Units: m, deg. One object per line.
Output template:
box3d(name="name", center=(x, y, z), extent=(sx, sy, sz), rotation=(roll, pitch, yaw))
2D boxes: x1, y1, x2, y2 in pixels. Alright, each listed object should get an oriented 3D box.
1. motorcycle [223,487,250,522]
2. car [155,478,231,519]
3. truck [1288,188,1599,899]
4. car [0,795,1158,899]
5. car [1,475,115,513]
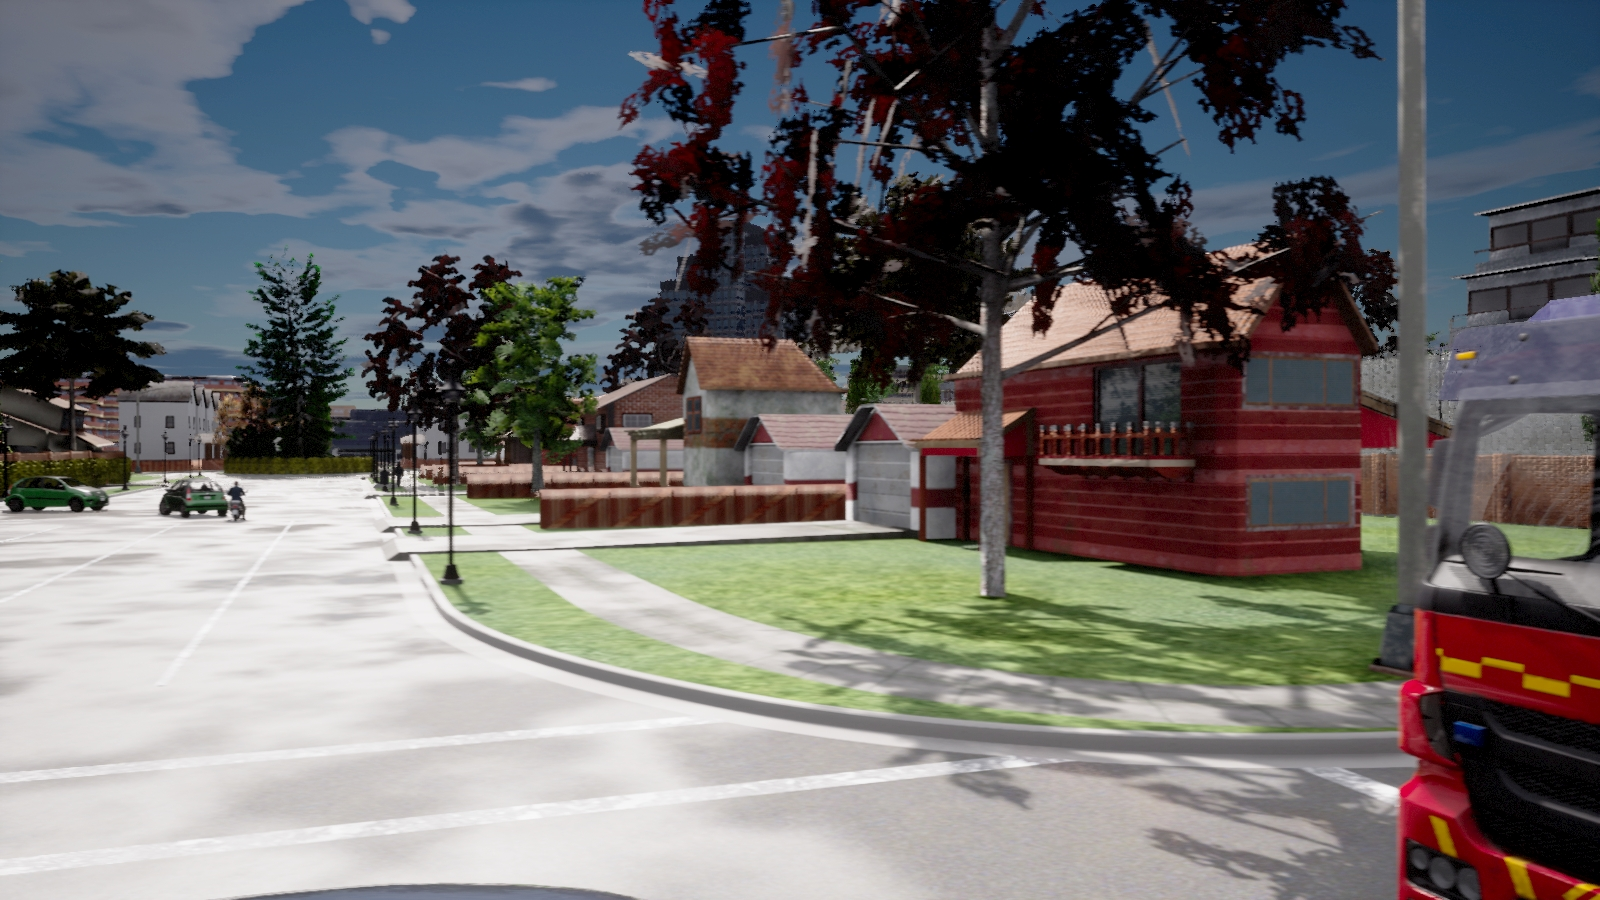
box3d(name="motorcycle", center=(-22.788, 2.180, 46.212), extent=(0.856, 1.341, 1.805), rotation=(0, 0, -22))
box3d(name="car", center=(-26.415, 2.057, 49.705), extent=(1.851, 1.617, 3.988), rotation=(0, 0, -45))
box3d(name="truck", center=(7.064, 0.878, 6.116), extent=(8.468, 3.827, 2.891), rotation=(0, 0, -20))
box3d(name="car", center=(-1.544, 2.102, 3.183), extent=(5.357, 1.411, 2.033), rotation=(0, 0, -9))
box3d(name="car", center=(-33.965, 2.004, 52.377), extent=(3.988, 1.617, 1.851), rotation=(0, 0, 0))
